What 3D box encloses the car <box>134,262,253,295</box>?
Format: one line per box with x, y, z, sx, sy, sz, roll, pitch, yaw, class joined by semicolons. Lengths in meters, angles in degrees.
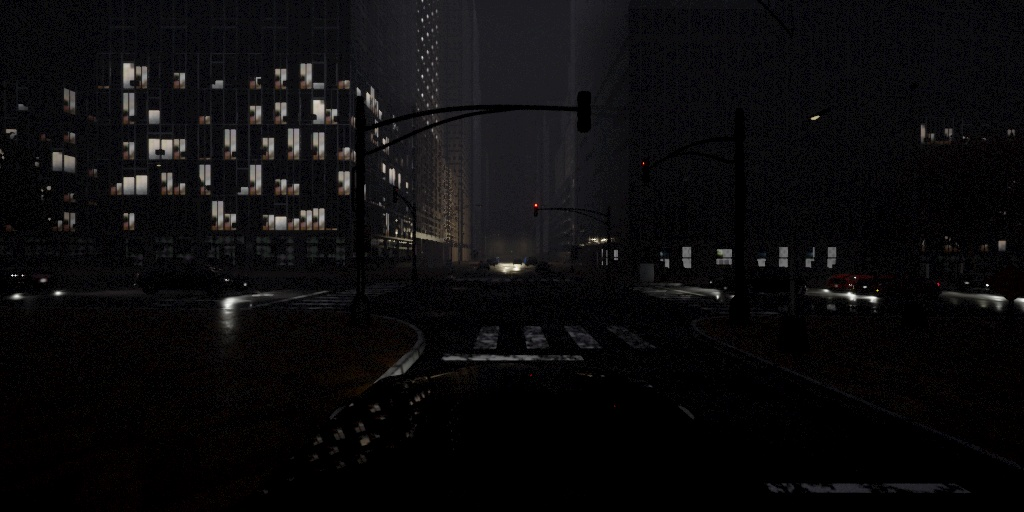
-14.950;1.026;16.927;4.674;1.442;1.812;1;0;-1;car

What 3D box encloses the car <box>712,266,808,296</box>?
15.141;1.400;21.774;4.553;1.767;2.097;1;0;-3;car

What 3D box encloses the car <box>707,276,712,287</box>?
16.187;1.591;25.076;4.674;1.442;1.812;1;0;-3;car

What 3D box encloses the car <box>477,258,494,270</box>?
-4.026;1.343;51.708;1.802;1.307;4.207;0;0;0;car

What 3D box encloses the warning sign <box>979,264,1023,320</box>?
17.275;1.204;12.413;1.060;1.860;1.300;0;0;-3;warning sign

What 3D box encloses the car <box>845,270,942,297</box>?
23.726;1.766;22.175;4.181;1.385;1.994;1;0;-3;car

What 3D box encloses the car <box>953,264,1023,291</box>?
35.553;1.634;25.968;5.566;2.045;2.150;1;0;-3;car

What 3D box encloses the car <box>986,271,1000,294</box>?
34.025;1.934;22.647;5.357;1.411;2.033;1;0;-3;car

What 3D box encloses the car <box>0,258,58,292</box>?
-24.165;0.823;16.499;4.902;1.511;2.128;1;0;-3;car

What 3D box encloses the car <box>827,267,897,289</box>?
25.229;1.579;25.494;4.553;1.767;2.097;1;0;-3;car

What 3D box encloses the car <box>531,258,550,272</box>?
3.927;1.329;46.215;1.948;1.339;4.313;0;0;0;car
